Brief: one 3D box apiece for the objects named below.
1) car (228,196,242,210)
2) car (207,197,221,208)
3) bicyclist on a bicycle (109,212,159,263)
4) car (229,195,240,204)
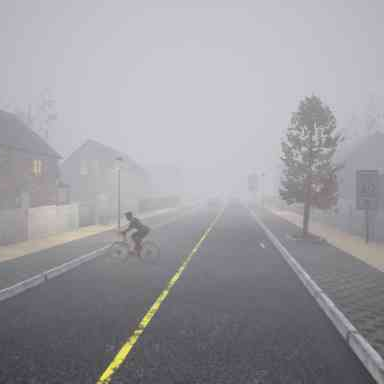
[{"bbox_3d":[5.535,1.539,43.242,2.033,1.411,5.357,0,0,6],"label":"car"},{"bbox_3d":[3.316,1.467,49.057,1.882,1.535,5.008,0,0,8],"label":"car"},{"bbox_3d":[-1.837,1.454,10.527,1.656,1.620,0.582,0,0,7],"label":"bicyclist on a bicycle"},{"bbox_3d":[8.466,1.469,66.651,2.128,1.511,4.902,0,0,7],"label":"car"}]
